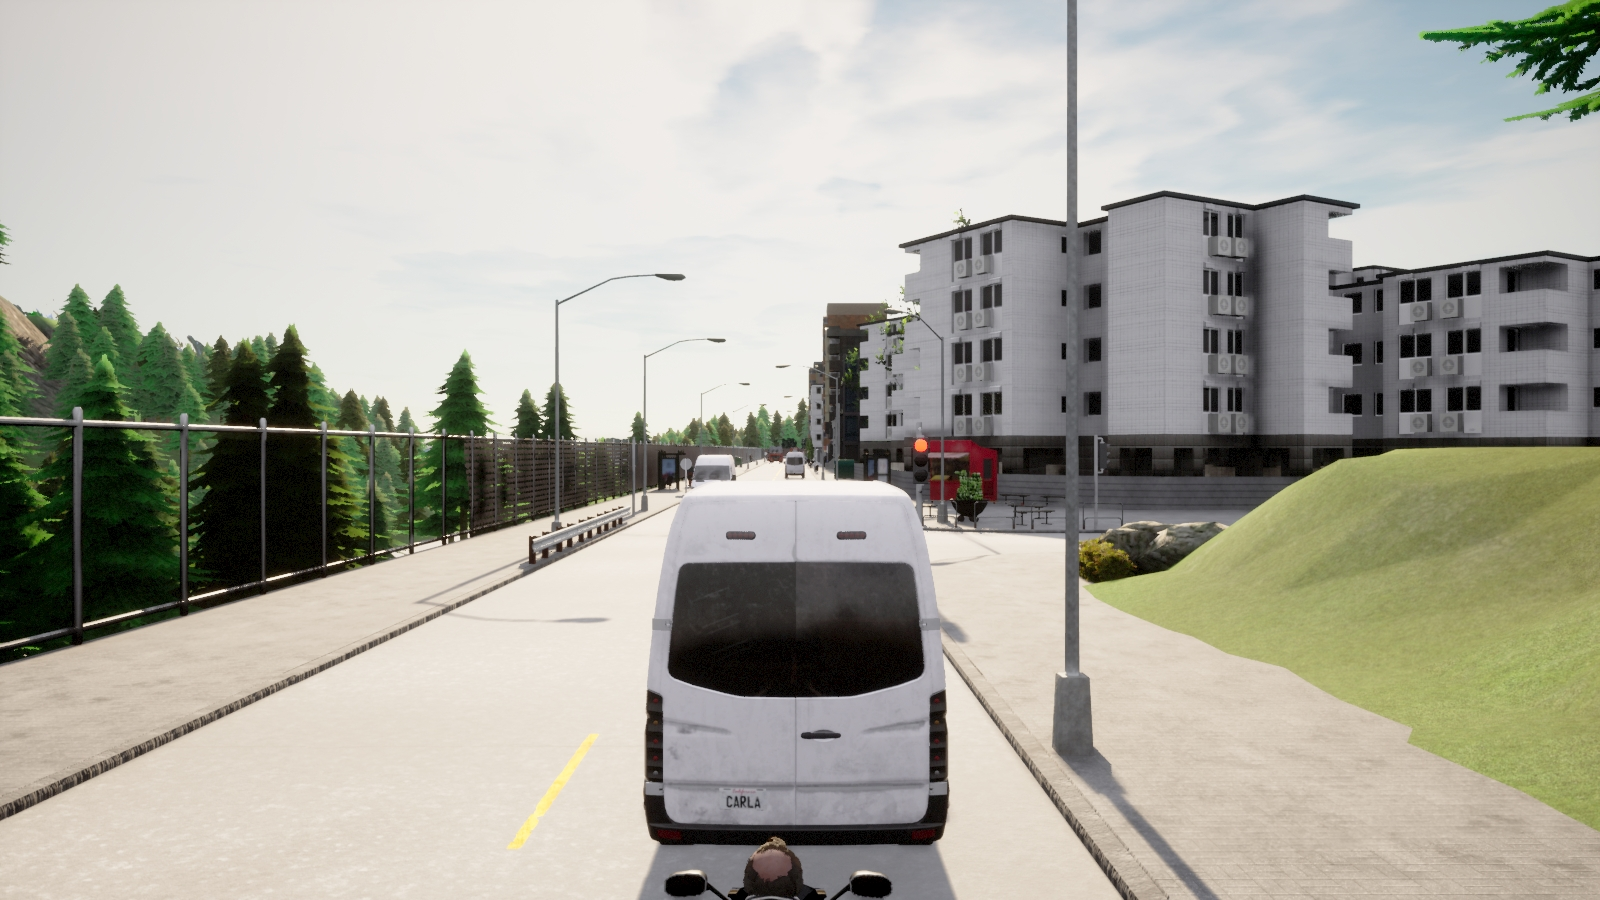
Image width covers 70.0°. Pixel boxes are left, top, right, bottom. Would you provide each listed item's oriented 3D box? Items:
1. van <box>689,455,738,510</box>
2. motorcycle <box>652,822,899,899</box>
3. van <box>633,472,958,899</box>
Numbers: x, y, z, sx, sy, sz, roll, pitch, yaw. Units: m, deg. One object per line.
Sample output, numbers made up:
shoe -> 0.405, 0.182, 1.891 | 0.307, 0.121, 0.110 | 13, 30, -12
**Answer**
van -> -4.246, 1.534, 56.676 | 1.988, 2.561, 5.915 | 0, 0, 0
motorcycle -> -0.090, 2.205, 3.746 | 0.867, 1.251, 2.209 | 0, 0, 1
van -> -0.034, 1.534, 9.946 | 1.988, 2.561, 5.915 | 0, 0, 0
